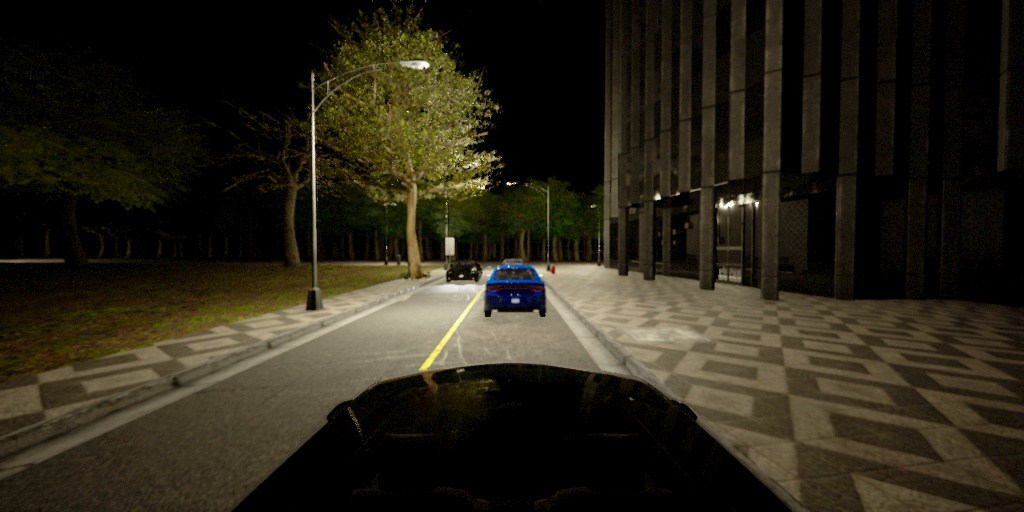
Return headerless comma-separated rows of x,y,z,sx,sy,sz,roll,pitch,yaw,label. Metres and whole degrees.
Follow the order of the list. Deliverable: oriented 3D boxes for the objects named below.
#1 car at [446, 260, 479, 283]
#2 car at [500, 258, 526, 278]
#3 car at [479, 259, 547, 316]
-3.002,0.972,23.188,1.994,1.385,4.181,0,1,0,car
0.098,0.881,28.303,1.895,1.301,4.718,0,1,0,car
0.099,1.040,12.425,1.882,1.535,5.008,0,1,0,car
